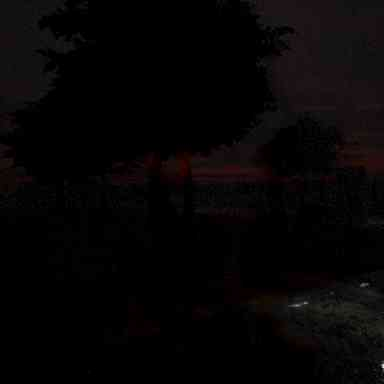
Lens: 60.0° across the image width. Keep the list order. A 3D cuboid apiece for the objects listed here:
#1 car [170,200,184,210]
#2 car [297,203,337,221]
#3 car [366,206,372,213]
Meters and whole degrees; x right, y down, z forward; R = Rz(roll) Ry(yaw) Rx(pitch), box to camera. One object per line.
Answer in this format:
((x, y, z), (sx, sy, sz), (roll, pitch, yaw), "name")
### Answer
((-1.958, 2.098, 54.558), (2.128, 1.511, 4.902), (-2, 0, -29), "car")
((12.136, 1.779, 31.175), (1.837, 1.490, 4.892), (-3, 1, -32), "car")
((15.177, 1.701, 33.269), (1.895, 1.301, 4.718), (-5, 2, -33), "car")
